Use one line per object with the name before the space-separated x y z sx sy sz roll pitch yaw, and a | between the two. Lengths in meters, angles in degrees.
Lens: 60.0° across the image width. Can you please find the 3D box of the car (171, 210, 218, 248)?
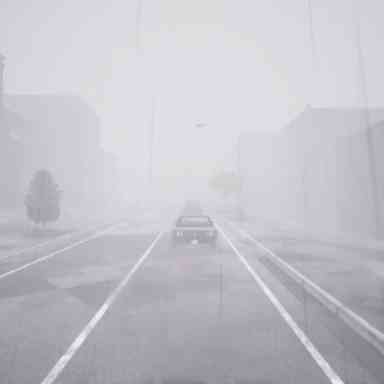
car | 0.107 1.715 15.482 1.895 1.301 4.718 0 0 0

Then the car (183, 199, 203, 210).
car | 0.095 1.595 36.815 2.097 1.767 4.553 0 0 0
